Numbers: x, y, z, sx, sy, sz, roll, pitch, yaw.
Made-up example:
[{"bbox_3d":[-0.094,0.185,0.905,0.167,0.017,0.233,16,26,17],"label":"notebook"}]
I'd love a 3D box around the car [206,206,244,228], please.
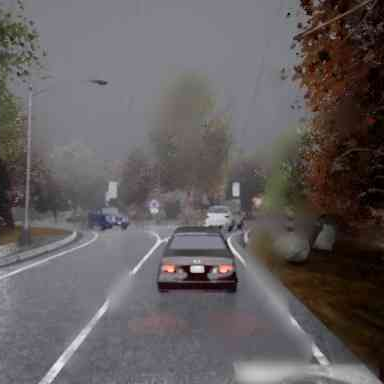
[{"bbox_3d":[2.910,2.287,28.843,2.150,2.045,5.566,-2,-4,21],"label":"car"}]

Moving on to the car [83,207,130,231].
[{"bbox_3d":[-7.448,2.319,29.344,2.150,2.045,5.566,4,-5,-34],"label":"car"}]

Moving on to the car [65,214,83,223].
[{"bbox_3d":[-18.227,4.308,54.551,2.033,1.411,5.357,-2,-4,24],"label":"car"}]

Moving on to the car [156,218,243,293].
[{"bbox_3d":[0.150,1.649,9.163,2.033,1.411,5.357,0,-1,1],"label":"car"}]
